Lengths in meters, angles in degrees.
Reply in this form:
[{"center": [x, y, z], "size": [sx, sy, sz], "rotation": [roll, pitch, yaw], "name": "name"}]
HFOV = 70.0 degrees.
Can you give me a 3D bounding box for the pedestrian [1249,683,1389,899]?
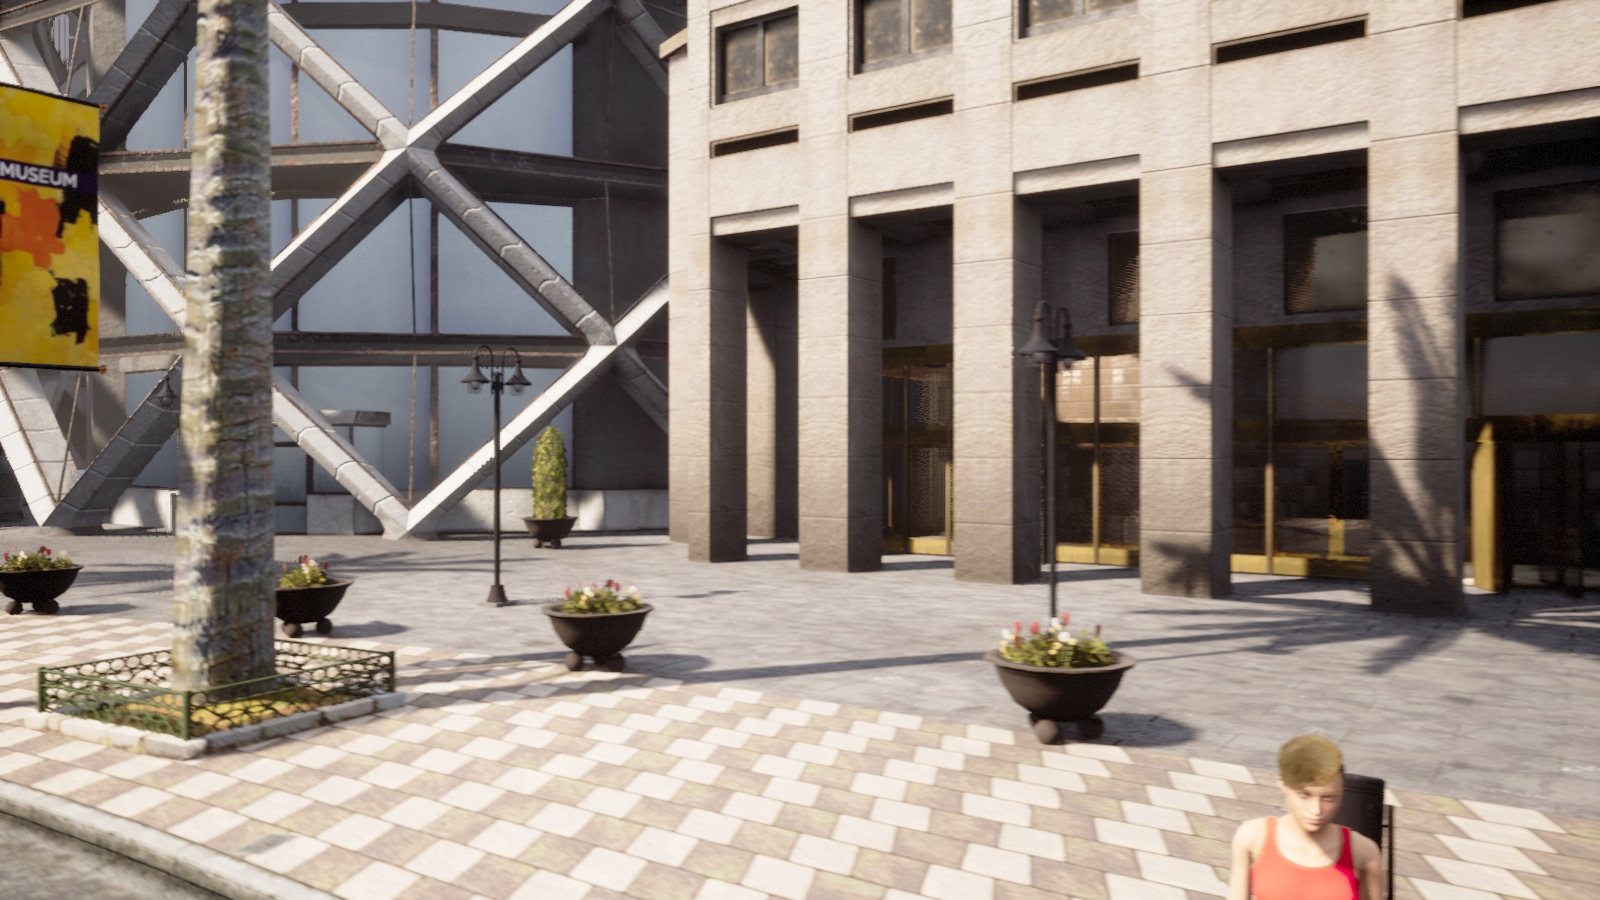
[{"center": [1.591, 1.698, 3.528], "size": [0.375, 1.860, 0.375], "rotation": [0, 0, 23], "name": "pedestrian"}]
